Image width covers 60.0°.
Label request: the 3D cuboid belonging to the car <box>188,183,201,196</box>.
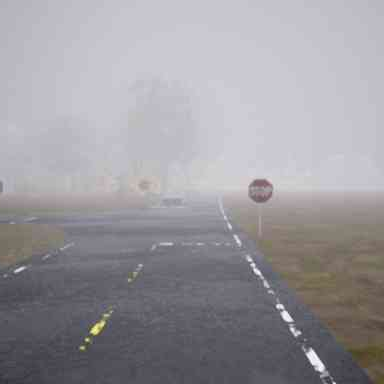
[{"bbox_3d":[0.293,-0.484,53.878,2.150,2.045,5.566,0,2,7],"label":"car"}]

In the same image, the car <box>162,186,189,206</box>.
[{"bbox_3d":[-1.713,0.474,32.623,1.882,1.535,5.008,0,3,4],"label":"car"}]
